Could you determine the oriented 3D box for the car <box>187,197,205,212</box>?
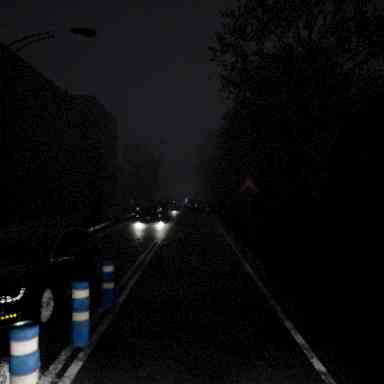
[{"bbox_3d":[0.437,1.452,36.968,2.033,1.411,5.357,0,0,1],"label":"car"}]

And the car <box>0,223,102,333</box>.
[{"bbox_3d":[-3.322,1.497,7.040,1.837,1.490,4.892,0,0,0],"label":"car"}]

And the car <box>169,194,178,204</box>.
[{"bbox_3d":[-2.846,1.098,42.921,1.837,1.490,4.892,0,0,1],"label":"car"}]

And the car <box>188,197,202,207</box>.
[{"bbox_3d":[0.477,1.451,49.206,1.895,1.301,4.718,0,0,1],"label":"car"}]

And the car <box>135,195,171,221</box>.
[{"bbox_3d":[-3.139,1.292,26.363,2.097,1.767,4.553,0,0,1],"label":"car"}]
